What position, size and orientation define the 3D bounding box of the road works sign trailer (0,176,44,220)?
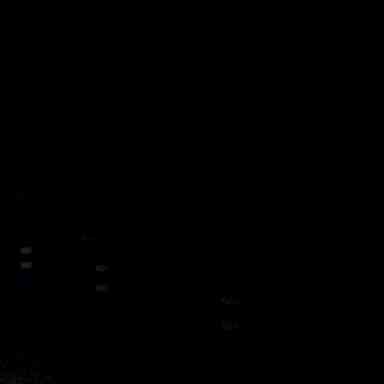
[{"bbox_3d":[-8.400,0.476,14.494,3.560,2.880,2.380,4,-35,36],"label":"road works sign trailer"}]
